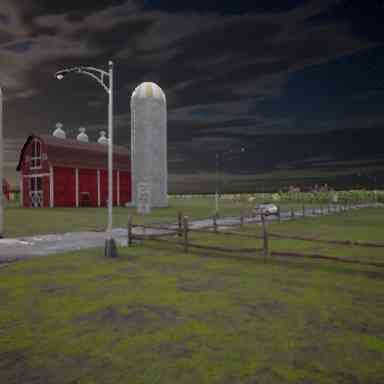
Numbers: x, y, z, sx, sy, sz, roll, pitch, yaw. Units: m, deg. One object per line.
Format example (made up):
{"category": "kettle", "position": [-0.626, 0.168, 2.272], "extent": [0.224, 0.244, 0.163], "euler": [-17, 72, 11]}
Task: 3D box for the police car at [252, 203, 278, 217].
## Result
{"category": "police car", "position": [9.072, 2.217, 41.173], "extent": [2.038, 1.542, 4.974], "euler": [-1, -1, 35]}
